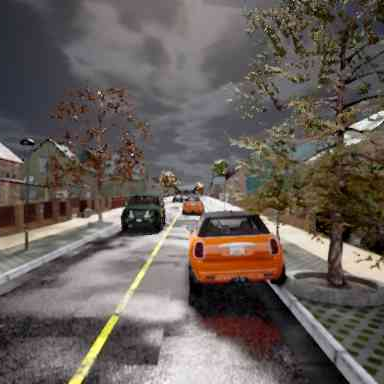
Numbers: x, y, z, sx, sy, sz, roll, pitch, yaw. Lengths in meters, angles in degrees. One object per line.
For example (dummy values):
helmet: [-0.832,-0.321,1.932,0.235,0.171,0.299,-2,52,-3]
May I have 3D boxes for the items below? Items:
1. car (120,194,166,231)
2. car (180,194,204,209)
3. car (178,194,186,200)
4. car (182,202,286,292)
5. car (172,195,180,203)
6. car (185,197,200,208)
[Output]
car: [-2.806,1.141,20.348,2.150,2.045,5.566,0,0,0]
car: [0.132,1.226,33.712,2.097,1.767,4.553,0,0,1]
car: [-2.566,1.325,84.124,1.812,1.442,4.674,0,0,0]
car: [0.941,1.262,9.020,2.097,1.767,4.553,-3,-1,0]
car: [-2.651,1.372,62.623,1.994,1.385,4.181,0,0,1]
car: [0.120,1.386,46.142,2.033,1.411,5.357,0,0,1]
